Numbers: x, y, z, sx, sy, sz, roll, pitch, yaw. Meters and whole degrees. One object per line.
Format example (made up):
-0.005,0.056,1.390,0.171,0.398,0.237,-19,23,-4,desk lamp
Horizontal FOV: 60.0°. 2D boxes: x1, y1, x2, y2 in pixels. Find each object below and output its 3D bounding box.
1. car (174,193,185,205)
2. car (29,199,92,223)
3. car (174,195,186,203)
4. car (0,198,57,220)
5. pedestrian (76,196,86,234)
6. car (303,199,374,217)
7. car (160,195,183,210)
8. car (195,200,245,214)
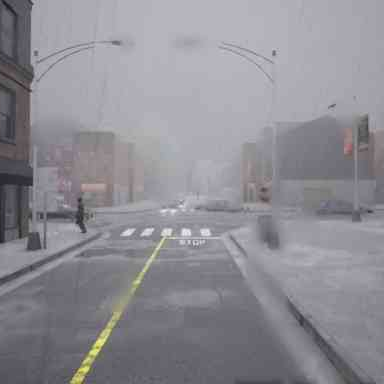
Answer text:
-2.483,1.294,55.245,2.097,1.767,4.553,0,0,0,car
-9.596,1.445,24.081,4.674,1.442,1.812,0,-1,6,car
-2.404,1.415,67.791,2.128,1.511,4.902,0,0,1,car
-13.947,1.364,27.709,4.553,1.767,2.097,0,-1,0,car
-5.461,1.138,16.320,0.375,1.860,0.375,1,-1,0,pedestrian
12.169,1.326,27.915,5.357,1.411,2.033,-1,-1,0,car
-2.815,1.508,43.416,2.033,1.411,5.357,0,0,5,car
3.022,1.572,35.928,5.357,1.411,2.033,1,-1,32,car
